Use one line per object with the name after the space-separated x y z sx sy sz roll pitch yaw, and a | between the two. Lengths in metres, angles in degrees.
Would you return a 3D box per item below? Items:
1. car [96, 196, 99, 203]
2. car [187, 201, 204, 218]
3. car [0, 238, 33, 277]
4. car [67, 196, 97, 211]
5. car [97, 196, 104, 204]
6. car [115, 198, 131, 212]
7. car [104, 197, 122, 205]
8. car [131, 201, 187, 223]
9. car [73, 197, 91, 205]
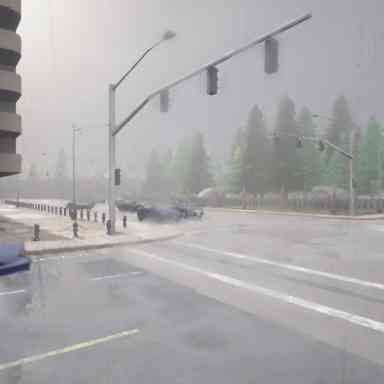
-16.424 1.656 50.795 1.895 1.301 4.718 0 0 -36 | car
-0.904 1.547 29.690 2.128 1.511 4.902 0 0 -36 | car
-6.585 1.547 7.466 5.357 1.411 2.033 0 0 -32 | car
-14.191 1.603 41.819 2.033 1.411 5.357 0 0 -36 | car
-18.741 1.547 66.014 2.128 1.511 4.902 0 0 -36 | car
-6.681 1.656 37.526 1.895 1.301 4.718 0 0 -36 | car
-13.237 1.581 58.568 1.812 1.442 4.674 0 0 -36 | car
-2.707 1.581 26.266 1.812 1.442 4.674 0 0 -38 | car
-20.812 1.656 62.924 1.895 1.301 4.718 0 0 -36 | car
